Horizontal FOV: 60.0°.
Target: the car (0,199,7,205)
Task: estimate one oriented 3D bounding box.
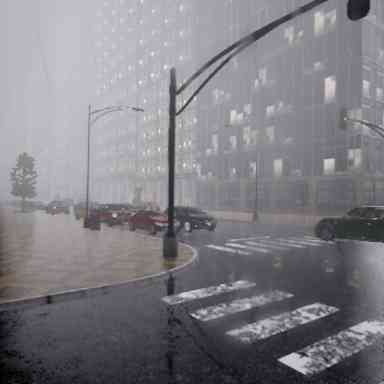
[{"bbox_3d":[-41.418,2.303,75.211,2.008,1.369,4.403,1,-1,-35],"label":"car"}]

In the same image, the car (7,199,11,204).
[{"bbox_3d":[-34.897,2.224,65.901,1.802,1.307,4.206,1,-1,-35],"label":"car"}]

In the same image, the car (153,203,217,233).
[{"bbox_3d":[-0.342,1.652,21.101,1.837,1.490,4.892,1,-1,-33],"label":"car"}]

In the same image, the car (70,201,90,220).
[{"bbox_3d":[-8.712,1.727,28.524,1.752,1.417,4.829,1,-1,-35],"label":"car"}]

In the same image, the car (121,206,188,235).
[{"bbox_3d":[-2.289,1.676,19.353,1.802,1.307,4.206,1,-1,-35],"label":"car"}]

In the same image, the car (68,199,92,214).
[{"bbox_3d":[-12.030,1.836,37.809,2.128,1.511,4.902,1,-1,-35],"label":"car"}]

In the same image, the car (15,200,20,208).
[{"bbox_3d":[-28.375,2.077,56.592,1.887,1.381,4.507,1,-1,-35],"label":"car"}]

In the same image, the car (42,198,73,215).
[{"bbox_3d":[-15.332,1.753,37.974,1.967,1.590,4.097,1,-1,-35],"label":"car"}]

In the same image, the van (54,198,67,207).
[{"bbox_3d":[-28.033,2.145,70.711,1.690,1.788,3.998,1,-1,-35],"label":"van"}]

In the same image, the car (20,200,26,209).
[{"bbox_3d":[-25.114,2.044,51.937,1.947,1.339,4.313,1,-1,-35],"label":"car"}]

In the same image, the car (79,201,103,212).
[{"bbox_3d":[-14.041,2.009,46.231,1.812,1.442,4.674,1,-2,-35],"label":"car"}]

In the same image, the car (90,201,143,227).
[{"bbox_3d":[-5.549,1.589,24.010,1.967,1.590,4.097,1,-1,-35],"label":"car"}]

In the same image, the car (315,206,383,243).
[{"bbox_3d":[7.871,1.412,14.932,2.097,1.767,4.553,1,-2,-35],"label":"car"}]

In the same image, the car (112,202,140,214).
[{"bbox_3d":[-8.565,2.002,42.918,1.752,1.417,4.829,1,-1,-35],"label":"car"}]

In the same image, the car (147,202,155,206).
[{"bbox_3d":[-5.207,1.860,38.125,1.967,1.590,4.097,1,-1,-35],"label":"car"}]

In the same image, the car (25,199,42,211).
[{"bbox_3d":[-21.853,1.974,47.282,2.008,1.369,4.403,1,-1,-35],"label":"car"}]

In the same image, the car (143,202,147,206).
[{"bbox_3d":[-6.109,1.749,29.336,1.837,1.490,4.892,1,-1,-35],"label":"car"}]

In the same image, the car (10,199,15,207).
[{"bbox_3d":[-31.636,2.138,61.246,2.008,1.369,4.403,1,-1,-35],"label":"car"}]

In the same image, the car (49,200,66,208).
[{"bbox_3d":[-25.140,2.174,62.080,1.837,1.490,4.892,1,-2,-35],"label":"car"}]
